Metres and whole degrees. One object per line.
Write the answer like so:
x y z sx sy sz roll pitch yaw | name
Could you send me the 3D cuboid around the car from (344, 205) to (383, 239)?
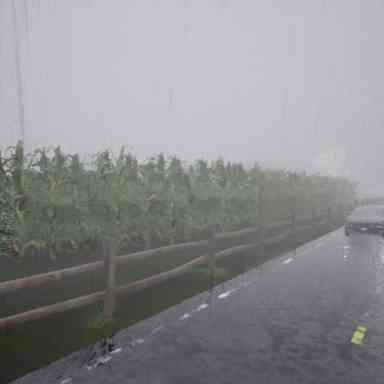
9.341 1.439 17.436 1.882 1.535 5.008 -1 0 34 | car
